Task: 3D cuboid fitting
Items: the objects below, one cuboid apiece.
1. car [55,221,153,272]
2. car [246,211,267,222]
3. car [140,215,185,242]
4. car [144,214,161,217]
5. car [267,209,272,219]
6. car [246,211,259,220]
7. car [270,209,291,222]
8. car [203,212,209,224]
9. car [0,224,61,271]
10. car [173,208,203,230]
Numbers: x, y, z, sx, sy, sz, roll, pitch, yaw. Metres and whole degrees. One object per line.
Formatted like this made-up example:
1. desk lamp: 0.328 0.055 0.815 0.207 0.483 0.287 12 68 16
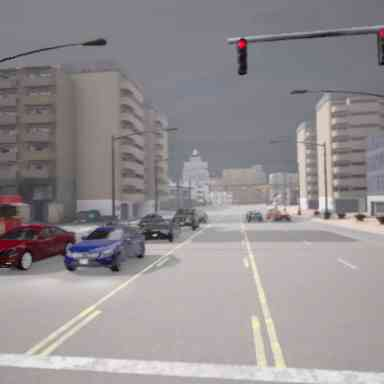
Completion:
1. car: -3.160 2.084 13.095 1.812 1.442 4.674 -1 -2 9
2. car: 8.496 3.270 44.875 2.128 1.511 4.902 -1 -3 8
3. car: -1.948 2.469 21.764 1.994 1.385 4.181 -1 -3 7
4. car: -3.923 2.954 33.034 1.837 1.490 4.892 -1 -3 8
5. car: 13.299 3.473 54.179 2.097 1.767 4.553 -1 -3 8
6. car: 9.911 3.823 55.133 1.895 1.301 4.718 -1 -3 8
7. car: 11.968 3.300 44.419 1.895 1.301 4.718 -1 -3 8
8. car: 1.048 3.302 43.110 1.882 1.535 5.008 -1 -3 8
9. car: -6.599 2.116 13.643 1.882 1.535 5.008 -1 -2 8
10. car: -0.509 2.577 32.244 2.150 2.045 5.566 -1 -3 7
